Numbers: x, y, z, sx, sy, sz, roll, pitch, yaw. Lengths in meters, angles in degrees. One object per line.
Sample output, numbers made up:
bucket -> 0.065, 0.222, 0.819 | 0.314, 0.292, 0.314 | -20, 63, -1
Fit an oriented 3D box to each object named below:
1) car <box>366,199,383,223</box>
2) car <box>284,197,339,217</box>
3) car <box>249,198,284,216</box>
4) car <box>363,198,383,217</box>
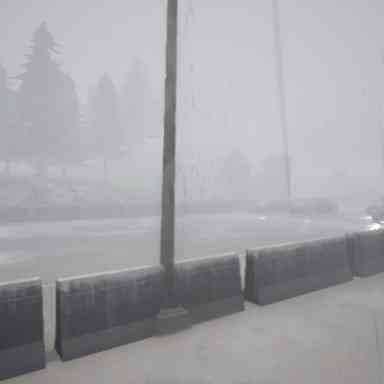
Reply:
car -> 13.890, 1.362, 22.197 | 4.181, 1.385, 1.994 | -1, 1, -35
car -> 10.430, 1.245, 28.316 | 5.008, 1.535, 1.882 | -1, 1, -35
car -> 7.262, 1.298, 30.378 | 4.674, 1.442, 1.812 | -1, 1, -35
car -> 16.668, 1.279, 28.367 | 4.181, 1.385, 1.994 | -1, 1, -34
